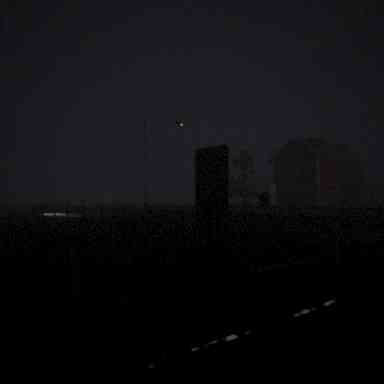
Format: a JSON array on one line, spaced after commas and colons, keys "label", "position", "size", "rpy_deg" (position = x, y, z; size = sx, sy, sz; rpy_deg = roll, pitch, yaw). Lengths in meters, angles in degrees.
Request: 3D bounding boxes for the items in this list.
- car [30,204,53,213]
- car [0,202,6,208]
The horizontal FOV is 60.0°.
[{"label": "car", "position": [-21.968, 2.371, 48.531], "size": [1.895, 1.301, 4.718], "rpy_deg": [0, -1, -43]}, {"label": "car", "position": [-44.385, 2.914, 76.654], "size": [1.994, 1.385, 4.181], "rpy_deg": [0, -1, -43]}]
